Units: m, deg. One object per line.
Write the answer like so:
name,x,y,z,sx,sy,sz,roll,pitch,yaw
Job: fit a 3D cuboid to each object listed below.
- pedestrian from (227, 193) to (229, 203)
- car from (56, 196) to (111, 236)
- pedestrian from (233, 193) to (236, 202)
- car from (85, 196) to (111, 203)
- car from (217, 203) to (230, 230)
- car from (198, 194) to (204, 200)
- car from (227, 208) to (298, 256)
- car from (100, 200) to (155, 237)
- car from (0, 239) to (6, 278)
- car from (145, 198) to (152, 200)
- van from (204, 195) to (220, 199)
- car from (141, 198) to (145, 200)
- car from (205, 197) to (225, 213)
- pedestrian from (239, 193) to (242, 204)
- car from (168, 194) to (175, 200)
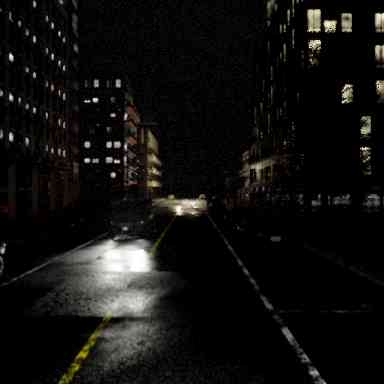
pedestrian,6.145,0.980,56.387,0.375,1.860,0.375,0,0,0
car,-5.681,1.256,18.368,2.192,1.841,5.009,0,0,0
pedestrian,7.145,1.122,55.187,0.375,1.860,0.375,0,0,0
car,-17.454,1.353,61.912,4.206,1.307,1.802,0,0,0
car,2.665,1.506,18.342,1.947,1.339,4.313,0,0,0
car,2.709,1.312,86.054,1.752,1.417,4.829,0,0,0
car,2.664,1.524,12.652,1.947,1.339,4.313,0,0,0
car,-3.097,1.433,17.880,2.128,1.511,4.902,0,0,0
car,-5.684,1.542,6.991,1.947,1.339,4.313,0,0,0
car,-5.679,1.444,41.125,1.947,1.339,4.313,0,0,0
van,2.669,1.219,41.097,1.690,1.788,3.998,0,0,0
car,-5.681,1.453,29.747,1.887,1.381,4.507,0,0,0
car,2.667,1.474,35.409,1.802,1.307,4.206,0,0,0
pedestrian,8.146,1.089,55.787,0.375,1.860,0.375,0,0,0
car,-5.672,1.305,91.254,1.752,1.417,4.829,0,0,0
